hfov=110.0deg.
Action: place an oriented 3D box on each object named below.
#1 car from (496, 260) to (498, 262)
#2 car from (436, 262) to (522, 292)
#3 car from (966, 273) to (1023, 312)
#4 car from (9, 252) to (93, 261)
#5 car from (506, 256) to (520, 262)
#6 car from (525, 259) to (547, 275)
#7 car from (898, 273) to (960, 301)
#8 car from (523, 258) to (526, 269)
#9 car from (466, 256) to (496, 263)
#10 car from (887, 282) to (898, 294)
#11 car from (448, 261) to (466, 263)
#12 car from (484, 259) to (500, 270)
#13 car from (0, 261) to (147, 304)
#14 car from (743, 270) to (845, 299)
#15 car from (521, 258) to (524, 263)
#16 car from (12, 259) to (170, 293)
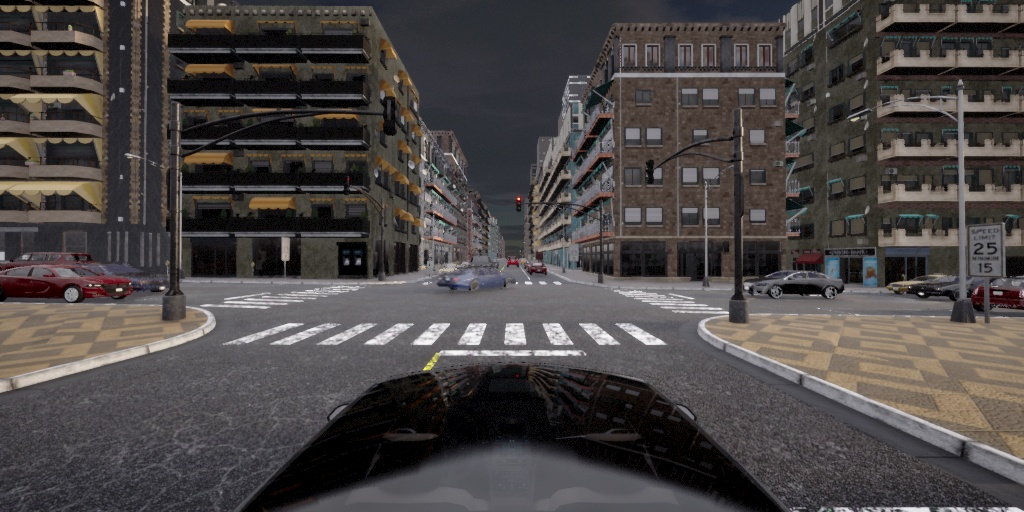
[{"bbox_3d":[-3.057,1.266,45.241,1.837,1.490,4.892,0,0,0],"label":"car"},{"bbox_3d":[-1.981,1.302,21.338,2.033,1.411,5.357,0,0,37],"label":"car"},{"bbox_3d":[20.846,1.501,13.950,4.097,1.591,1.967,0,0,0],"label":"car"},{"bbox_3d":[-28.627,0.686,21.969,5.009,1.841,2.192,0,0,0],"label":"car"},{"bbox_3d":[0.159,0.991,64.530,2.150,2.045,5.566,0,0,0],"label":"car"},{"bbox_3d":[2.726,1.305,38.297,1.888,1.381,4.507,0,0,0],"label":"car"},{"bbox_3d":[25.182,1.733,19.739,5.357,1.411,2.033,1,-1,0],"label":"car"},{"bbox_3d":[2.731,1.201,43.821,1.967,1.591,4.097,0,0,0],"label":"car"},{"bbox_3d":[-3.068,0.980,35.202,2.150,2.045,5.566,0,0,0],"label":"car"},{"bbox_3d":[26.266,1.756,22.300,4.829,1.417,1.751,0,0,0],"label":"car"},{"bbox_3d":[-5.660,1.283,32.626,1.751,1.417,4.829,0,0,0],"label":"car"},{"bbox_3d":[-3.039,1.257,55.688,2.128,1.511,4.902,0,0,0],"label":"car"},{"bbox_3d":[-17.251,1.011,13.664,4.507,1.381,1.888,0,0,0],"label":"car"},{"bbox_3d":[15.323,1.523,19.678,4.902,1.511,2.128,1,-1,-1],"label":"car"},{"bbox_3d":[2.741,1.347,54.868,1.802,1.307,4.207,0,0,0],"label":"car"},{"bbox_3d":[-18.509,1.019,16.252,5.357,1.411,2.033,1,-1,0],"label":"car"}]
